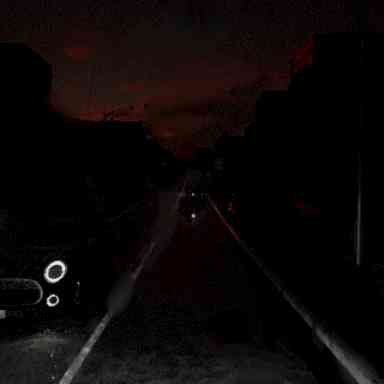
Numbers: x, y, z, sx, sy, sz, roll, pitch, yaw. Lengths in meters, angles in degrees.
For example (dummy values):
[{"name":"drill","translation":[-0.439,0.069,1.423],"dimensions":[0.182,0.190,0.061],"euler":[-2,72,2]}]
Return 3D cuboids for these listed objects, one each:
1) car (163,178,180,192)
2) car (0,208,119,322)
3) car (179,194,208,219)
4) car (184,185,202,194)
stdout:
[{"name":"car","translation":[-3.073,-1.065,50.554],"dimensions":[2.150,2.045,5.566],"euler":[0,3,0]},{"name":"car","translation":[-3.101,1.324,7.514],"dimensions":[2.097,1.767,4.553],"euler":[0,1,0]},{"name":"car","translation":[0.104,1.086,23.252],"dimensions":[1.895,1.301,4.718],"euler":[0,3,0]},{"name":"car","translation":[0.099,-0.139,40.927],"dimensions":[1.837,1.490,4.892],"euler":[0,4,0]}]
